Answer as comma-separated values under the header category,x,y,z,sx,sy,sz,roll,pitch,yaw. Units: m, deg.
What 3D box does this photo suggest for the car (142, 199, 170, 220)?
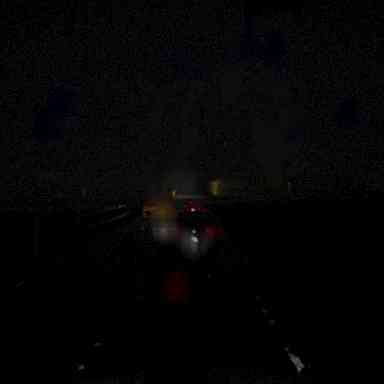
category,x,y,z,sx,sy,sz,roll,pitch,yaw
car,-2.839,1.337,26.741,1.882,1.535,5.008,0,0,0

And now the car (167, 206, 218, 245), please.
category,x,y,z,sx,sy,sz,roll,pitch,yaw
car,0.096,1.527,14.978,1.895,1.301,4.718,0,0,0

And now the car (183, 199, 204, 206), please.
category,x,y,z,sx,sy,sz,roll,pitch,yaw
car,0.097,1.362,30.615,1.812,1.442,4.674,0,0,0
